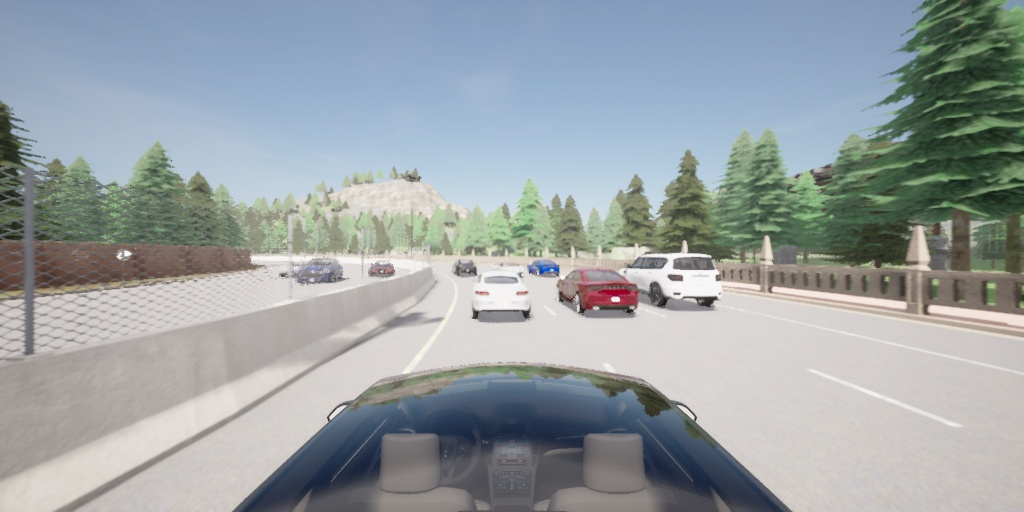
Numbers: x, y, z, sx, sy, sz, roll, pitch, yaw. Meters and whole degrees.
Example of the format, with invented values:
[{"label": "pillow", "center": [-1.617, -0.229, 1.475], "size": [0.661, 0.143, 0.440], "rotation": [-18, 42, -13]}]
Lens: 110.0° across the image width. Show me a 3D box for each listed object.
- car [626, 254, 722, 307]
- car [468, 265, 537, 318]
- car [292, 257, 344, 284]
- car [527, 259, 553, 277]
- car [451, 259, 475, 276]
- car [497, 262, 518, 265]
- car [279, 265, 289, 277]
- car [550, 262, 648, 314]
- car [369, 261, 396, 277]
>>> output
[{"label": "car", "center": [6.343, 0.923, 15.257], "size": [2.150, 2.045, 5.566], "rotation": [0, 0, -6]}, {"label": "car", "center": [-0.469, 1.212, 12.569], "size": [1.812, 1.442, 4.674], "rotation": [0, 0, -5]}, {"label": "car", "center": [-13.221, 0.912, 24.918], "size": [2.097, 1.767, 4.553], "rotation": [0, 0, -13]}, {"label": "car", "center": [2.815, 1.060, 33.370], "size": [1.882, 1.535, 5.008], "rotation": [0, 0, -15]}, {"label": "car", "center": [-4.538, 1.041, 33.609], "size": [2.128, 1.511, 4.902], "rotation": [0, 0, -17]}, {"label": "car", "center": [-0.490, 1.175, 32.328], "size": [1.895, 1.301, 4.718], "rotation": [0, 0, -15]}, {"label": "car", "center": [-18.410, 1.106, 30.898], "size": [1.895, 1.301, 4.718], "rotation": [0, 0, -17]}, {"label": "car", "center": [2.977, 1.173, 13.518], "size": [1.882, 1.535, 5.008], "rotation": [0, 0, -5]}, {"label": "car", "center": [-11.326, 1.096, 31.548], "size": [1.994, 1.385, 4.181], "rotation": [0, 0, -16]}]
